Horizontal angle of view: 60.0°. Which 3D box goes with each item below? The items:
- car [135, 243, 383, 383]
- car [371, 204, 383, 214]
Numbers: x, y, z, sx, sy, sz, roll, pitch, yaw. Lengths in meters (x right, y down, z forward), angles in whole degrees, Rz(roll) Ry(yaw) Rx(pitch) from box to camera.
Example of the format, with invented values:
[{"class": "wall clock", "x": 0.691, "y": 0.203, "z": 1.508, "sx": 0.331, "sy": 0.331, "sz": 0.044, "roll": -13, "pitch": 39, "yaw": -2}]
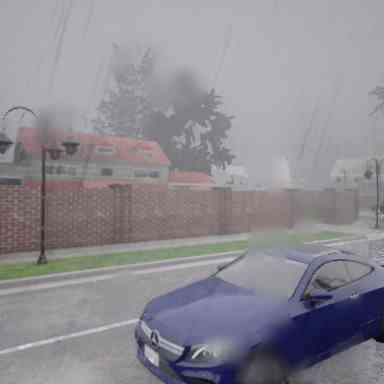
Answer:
[{"class": "car", "x": 1.455, "y": 1.568, "z": 5.008, "sx": 4.674, "sy": 1.442, "sz": 1.812, "roll": 1, "pitch": -1, "yaw": -36}, {"class": "car", "x": 23.095, "y": 1.795, "z": 37.961, "sx": 1.837, "sy": 1.490, "sz": 4.892, "roll": 2, "pitch": -1, "yaw": -32}]
